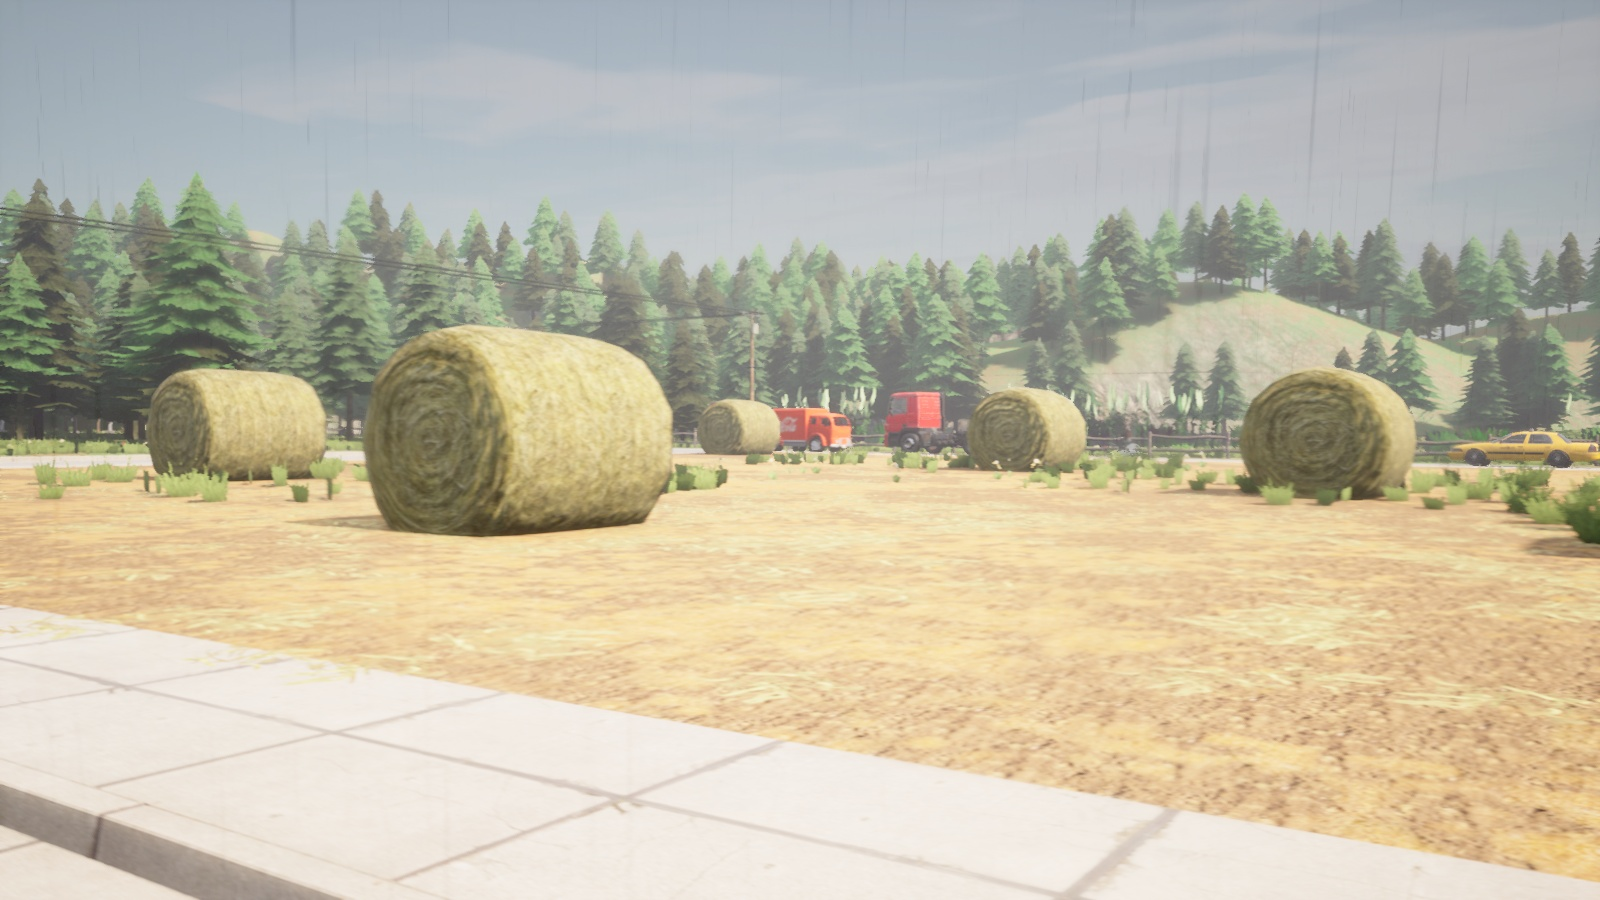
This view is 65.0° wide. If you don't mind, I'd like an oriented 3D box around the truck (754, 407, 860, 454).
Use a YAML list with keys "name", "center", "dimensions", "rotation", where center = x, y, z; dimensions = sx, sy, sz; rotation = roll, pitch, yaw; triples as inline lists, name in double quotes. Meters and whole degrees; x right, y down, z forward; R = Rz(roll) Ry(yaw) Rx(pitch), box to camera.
- name: "truck"
  center: [0.356, -1.051, 68.531]
  dimensions: [5.204, 2.467, 2.627]
  rotation: [0, 1, 37]

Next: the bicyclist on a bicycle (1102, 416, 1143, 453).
- name: "bicyclist on a bicycle"
  center: [15.706, -0.739, 61.203]
  dimensions: [1.843, 1.776, 0.659]
  rotation: [0, 2, 37]

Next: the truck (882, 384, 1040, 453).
- name: "truck"
  center: [8.482, -1.610, 66.704]
  dimensions: [7.936, 3.462, 2.891]
  rotation: [0, 1, 37]

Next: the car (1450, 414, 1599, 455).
- name: "car"
  center: [29.409, -0.635, 50.719]
  dimensions: [5.366, 1.575, 1.801]
  rotation: [0, 1, 37]
